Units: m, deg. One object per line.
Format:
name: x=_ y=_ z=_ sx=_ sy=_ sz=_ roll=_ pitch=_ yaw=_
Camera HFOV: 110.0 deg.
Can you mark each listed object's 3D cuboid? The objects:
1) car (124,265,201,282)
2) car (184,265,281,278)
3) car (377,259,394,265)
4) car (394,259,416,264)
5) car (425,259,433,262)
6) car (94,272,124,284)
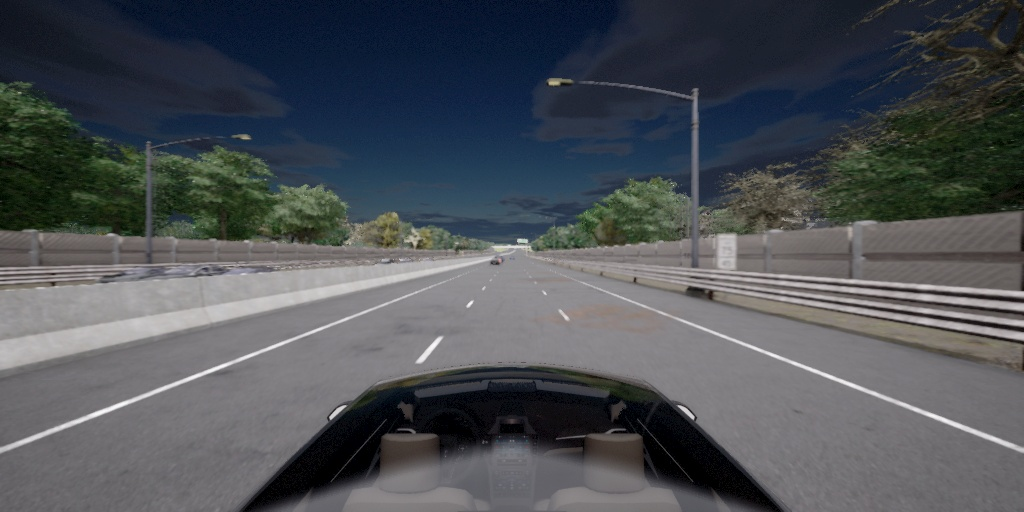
car: x=-17.578 y=1.241 z=19.788 sx=2.128 sy=1.511 sz=4.902 roll=0 pitch=0 yaw=0
car: x=-14.084 y=1.296 z=19.323 sx=2.033 sy=1.411 sz=5.357 roll=0 pitch=0 yaw=0
car: x=-20.989 y=1.215 z=60.179 sx=1.812 sy=1.442 sz=4.674 roll=0 pitch=0 yaw=1
car: x=-17.485 y=1.242 z=60.192 sx=2.033 sy=1.411 sz=5.357 roll=0 pitch=0 yaw=0
car: x=-13.986 y=1.241 z=60.190 sx=2.033 sy=1.411 sz=5.357 roll=0 pitch=0 yaw=0
car: x=-21.066 y=1.312 z=20.645 sx=1.994 sy=1.385 sz=4.181 roll=0 pitch=0 yaw=0
